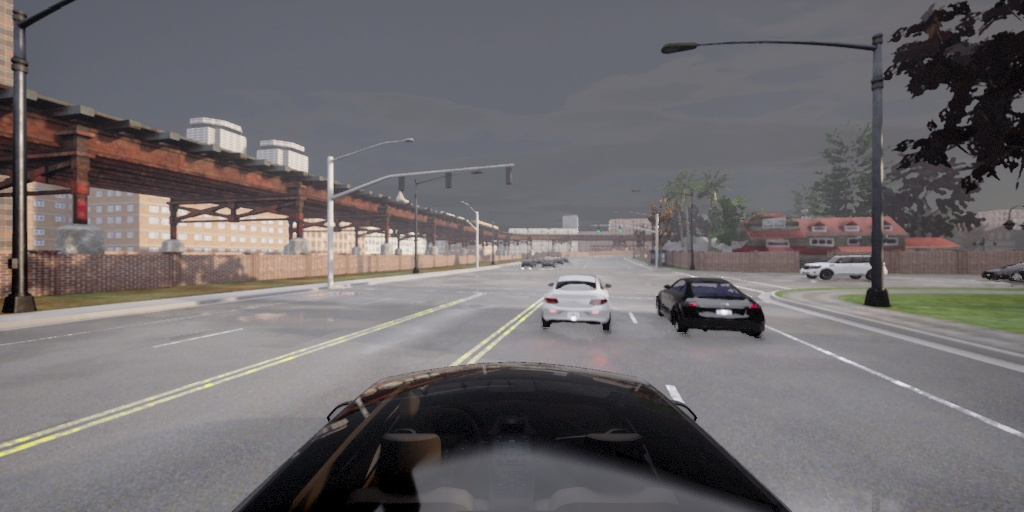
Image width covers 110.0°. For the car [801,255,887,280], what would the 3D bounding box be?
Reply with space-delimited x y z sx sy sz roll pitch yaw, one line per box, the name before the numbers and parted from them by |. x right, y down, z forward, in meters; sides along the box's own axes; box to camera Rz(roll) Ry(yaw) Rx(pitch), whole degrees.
car | 27.919 0.968 30.285 5.566 2.045 2.150 0 0 11

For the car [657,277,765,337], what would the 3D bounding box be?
car | 5.533 1.313 10.501 1.994 1.385 4.181 0 0 14

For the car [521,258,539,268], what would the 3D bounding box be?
car | 2.921 1.156 59.794 2.033 1.411 5.357 0 1 14

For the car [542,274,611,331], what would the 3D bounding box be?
car | 2.049 1.274 11.054 1.812 1.442 4.674 0 0 13

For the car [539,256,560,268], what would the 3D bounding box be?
car | 6.068 1.181 57.939 1.994 1.385 4.181 0 1 14

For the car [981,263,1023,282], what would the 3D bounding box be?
car | 39.863 1.251 27.700 4.892 1.490 1.837 0 0 12
